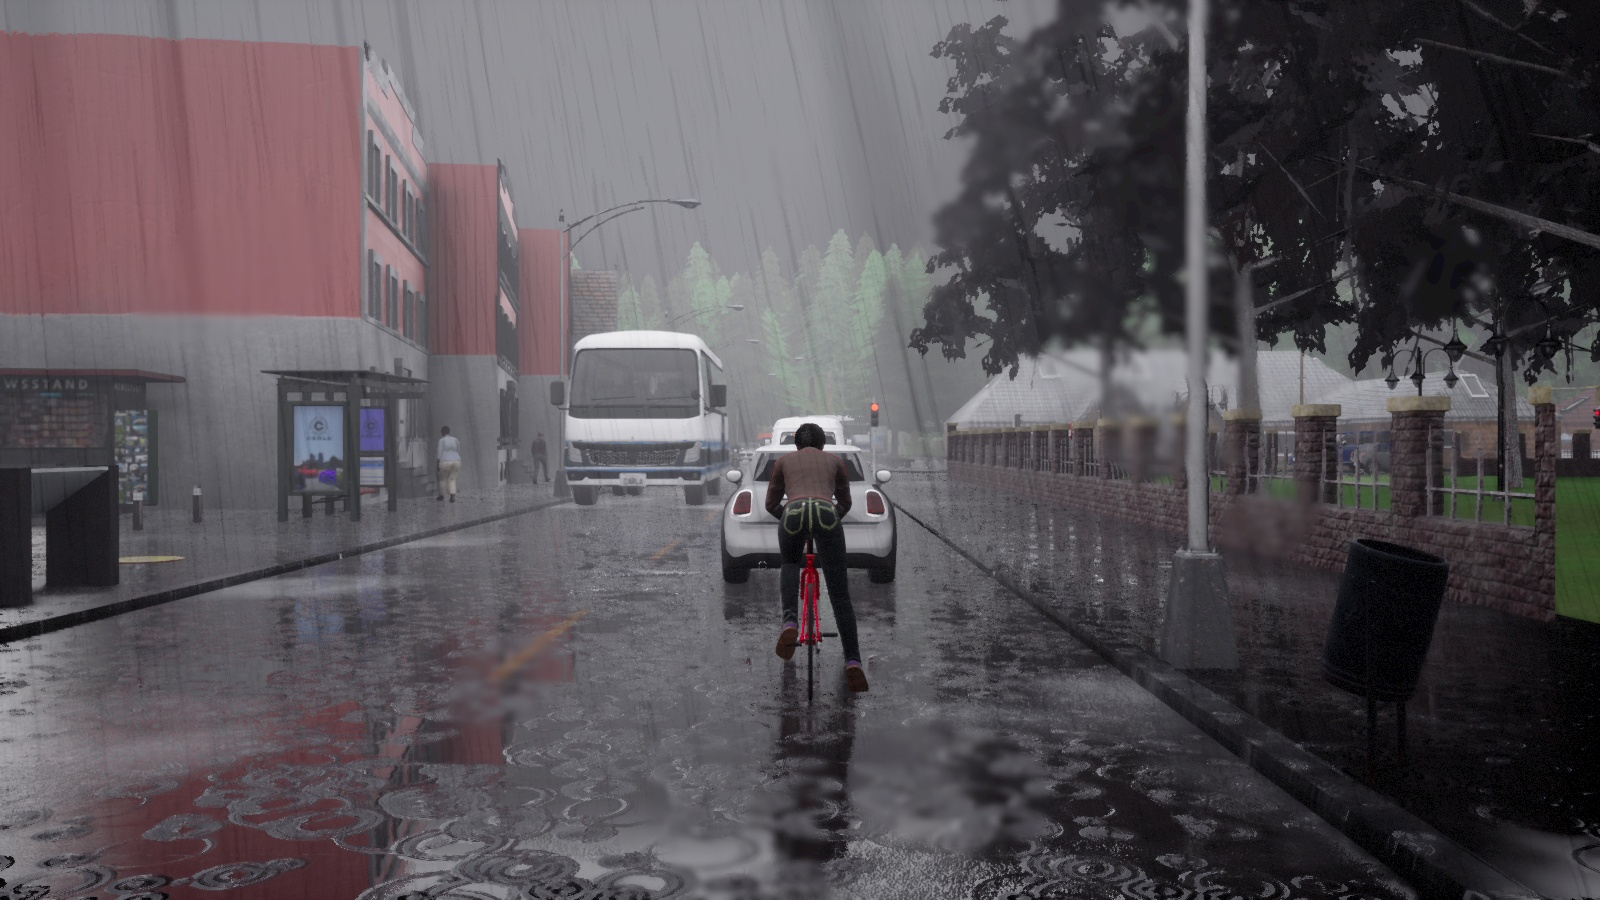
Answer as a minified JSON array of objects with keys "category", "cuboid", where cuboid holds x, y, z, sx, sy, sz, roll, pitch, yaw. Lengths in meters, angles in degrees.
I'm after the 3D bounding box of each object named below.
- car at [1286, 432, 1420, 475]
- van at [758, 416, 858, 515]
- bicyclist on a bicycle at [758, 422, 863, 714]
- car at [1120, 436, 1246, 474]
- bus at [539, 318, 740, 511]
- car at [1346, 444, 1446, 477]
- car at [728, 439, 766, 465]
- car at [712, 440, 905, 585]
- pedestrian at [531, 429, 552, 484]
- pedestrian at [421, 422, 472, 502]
[{"category":"car","cuboid":[26.718,0.144,60.805,5.566,2.045,2.150,0,0,0]},{"category":"van","cuboid":[0.184,0.311,28.196,2.069,2.038,4.480,0,0,1]},{"category":"bicyclist on a bicycle","cuboid":[0.062,0.655,7.794,0.582,1.620,1.656,0,0,0]},{"category":"car","cuboid":[17.275,0.218,56.805,5.027,1.651,2.152,0,0,-1]},{"category":"bus","cuboid":[-3.793,-0.819,32.904,3.944,4.253,10.273,0,0,0]},{"category":"car","cuboid":[26.893,0.462,56.757,3.633,1.501,1.845,0,0,-1]},{"category":"car","cuboid":[-3.481,0.119,83.335,2.242,1.667,4.611,0,0,0]},{"category":"car","cuboid":[0.104,0.629,14.715,1.970,1.475,3.806,0,0,0]},{"category":"pedestrian","cuboid":[-8.770,0.207,42.595,0.376,1.854,0.720,0,0,21]},{"category":"pedestrian","cuboid":[-8.367,0.282,29.699,0.874,1.855,0.900,0,0,-41]}]
